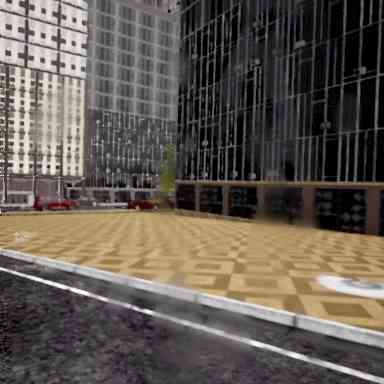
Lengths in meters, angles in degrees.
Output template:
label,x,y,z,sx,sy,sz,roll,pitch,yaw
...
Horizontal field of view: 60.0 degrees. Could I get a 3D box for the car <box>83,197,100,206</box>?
label,x,y,z,sx,sy,sz,roll,pitch,yaw
car,-15.837,1.382,48.993,4.403,1.369,2.008,1,2,-34

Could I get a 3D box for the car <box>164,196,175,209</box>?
label,x,y,z,sx,sy,sz,roll,pitch,yaw
car,-2.029,1.535,48.893,5.009,1.841,2.192,1,2,-34

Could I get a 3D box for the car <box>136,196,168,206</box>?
label,x,y,z,sx,sy,sz,roll,pitch,yaw
car,-6.622,1.477,55.302,4.829,1.417,1.752,1,2,-34

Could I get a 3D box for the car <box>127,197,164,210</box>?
label,x,y,z,sx,sy,sz,roll,pitch,yaw
car,-6.712,1.703,45.695,4.507,1.381,1.887,1,2,-34

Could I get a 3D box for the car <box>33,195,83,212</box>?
label,x,y,z,sx,sy,sz,roll,pitch,yaw
car,-16.060,1.351,39.285,5.009,1.841,2.192,1,2,-34
